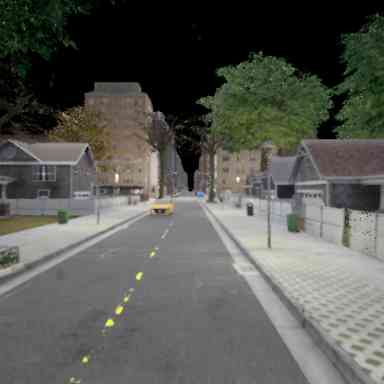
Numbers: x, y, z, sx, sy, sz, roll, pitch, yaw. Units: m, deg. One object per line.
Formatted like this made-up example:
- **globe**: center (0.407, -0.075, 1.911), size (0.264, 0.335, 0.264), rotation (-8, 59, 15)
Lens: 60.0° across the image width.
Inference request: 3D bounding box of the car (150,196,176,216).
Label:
- **car**: center (-2.783, 1.394, 31.234), size (1.882, 1.535, 5.008), rotation (0, 0, 0)
